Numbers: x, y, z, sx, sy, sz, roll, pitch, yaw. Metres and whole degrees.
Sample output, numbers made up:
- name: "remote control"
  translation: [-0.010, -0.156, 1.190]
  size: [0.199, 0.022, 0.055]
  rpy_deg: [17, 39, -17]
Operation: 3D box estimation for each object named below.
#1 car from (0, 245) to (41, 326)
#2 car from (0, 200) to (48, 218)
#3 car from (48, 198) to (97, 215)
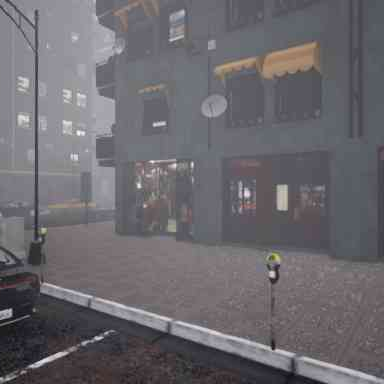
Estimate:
- name: "car"
  translation: [-4.518, 1.551, 6.086]
  size: [4.403, 1.369, 2.008]
  rpy_deg: [0, 0, 35]
- name: "car"
  translation: [-14.103, 1.349, 26.086]
  size: [2.008, 1.369, 4.403]
  rpy_deg: [1, 1, 35]
- name: "car"
  translation: [-11.019, 1.249, 30.514]
  size: [1.752, 1.417, 4.829]
  rpy_deg: [1, 1, 35]
